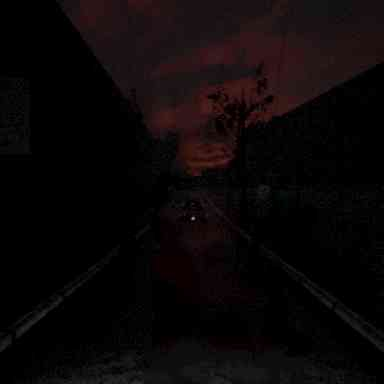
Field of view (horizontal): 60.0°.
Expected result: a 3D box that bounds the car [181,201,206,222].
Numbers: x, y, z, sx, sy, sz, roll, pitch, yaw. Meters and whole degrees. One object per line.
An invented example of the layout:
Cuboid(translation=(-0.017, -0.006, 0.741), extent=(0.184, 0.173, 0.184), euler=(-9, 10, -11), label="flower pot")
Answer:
Cuboid(translation=(0.089, 1.657, 26.987), extent=(1.895, 1.301, 4.718), euler=(0, 1, 0), label="car")

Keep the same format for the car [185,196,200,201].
Cuboid(translation=(0.081, 1.234, 42.935), extent=(1.812, 1.442, 4.674), euler=(0, 2, 0), label="car")
